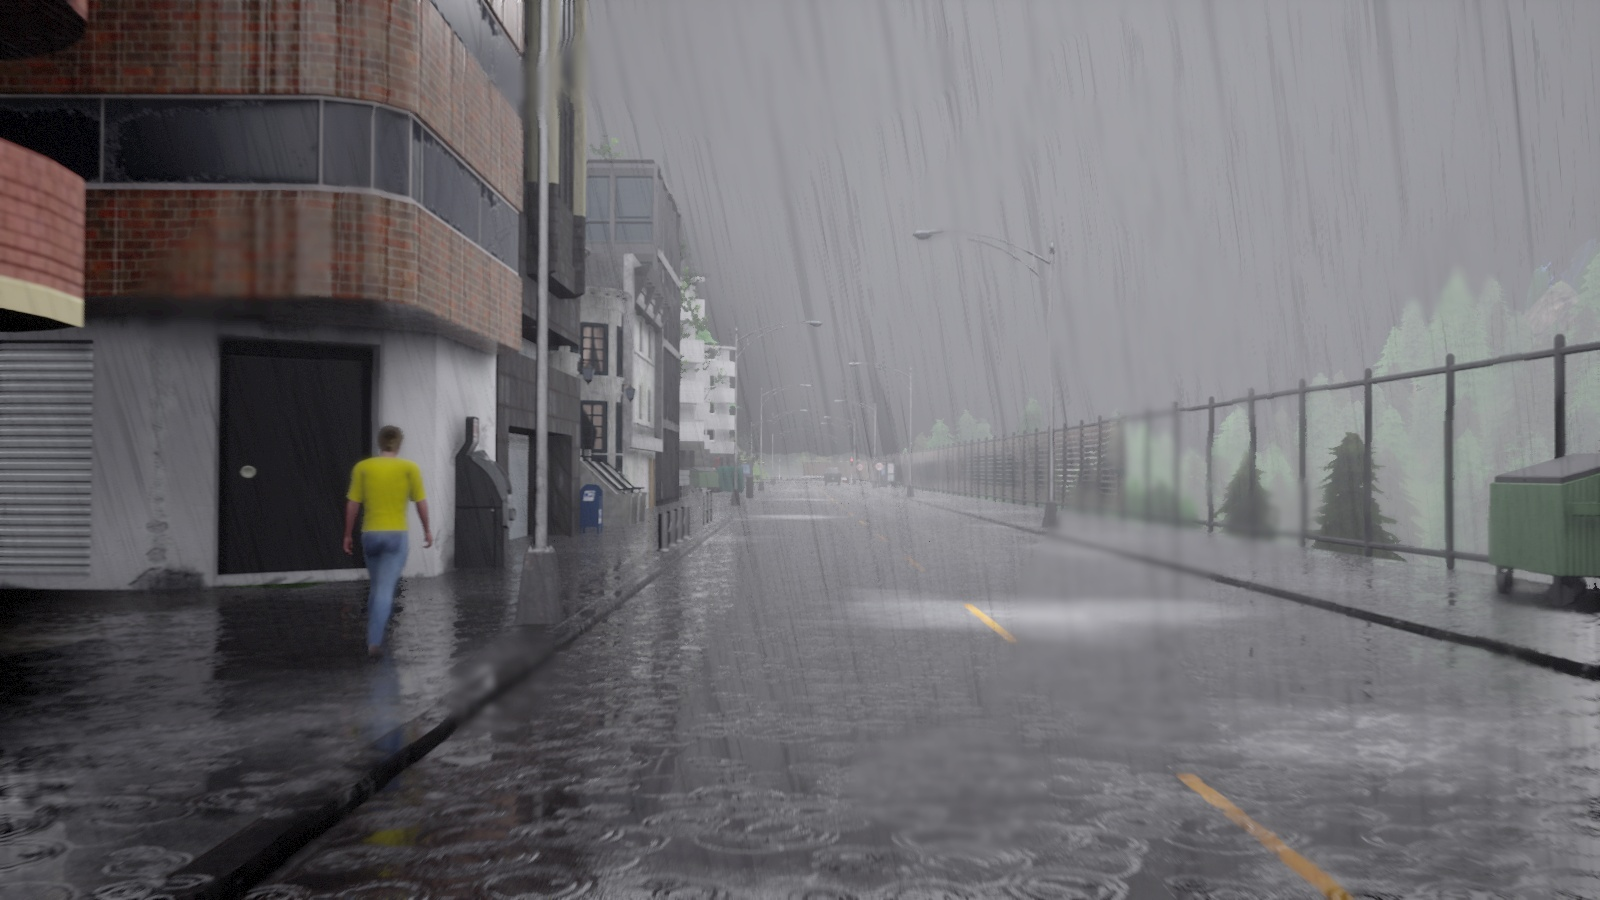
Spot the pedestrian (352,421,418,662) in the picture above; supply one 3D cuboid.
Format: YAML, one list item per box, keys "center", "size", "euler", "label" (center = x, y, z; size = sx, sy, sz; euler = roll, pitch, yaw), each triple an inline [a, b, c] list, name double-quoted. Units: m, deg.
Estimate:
- center: [-3.283, 0.705, 9.964]
  size: [0.354, 1.836, 0.706]
  euler: [0, -1, -6]
  label: "pedestrian"
